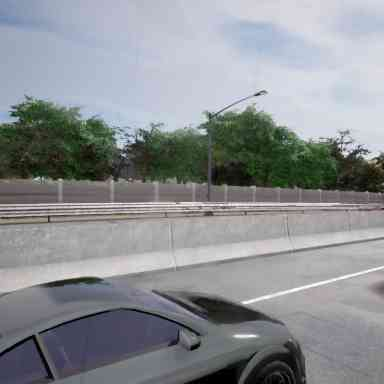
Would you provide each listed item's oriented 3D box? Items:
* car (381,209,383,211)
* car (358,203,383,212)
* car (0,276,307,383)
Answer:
[{"bbox_3d":[7.248,1.408,8.876,4.553,1.767,2.097,1,0,-36],"label":"car"},{"bbox_3d":[22.723,2.144,41.548,5.008,1.535,1.882,2,-1,-35],"label":"car"},{"bbox_3d":[-0.842,1.566,3.152,4.181,1.385,1.994,0,0,-35],"label":"car"}]
